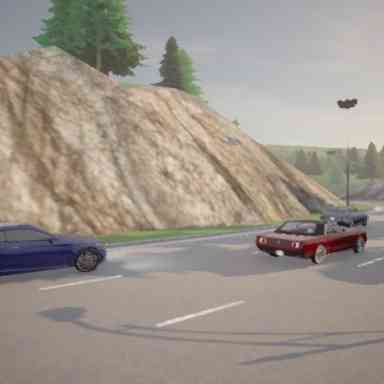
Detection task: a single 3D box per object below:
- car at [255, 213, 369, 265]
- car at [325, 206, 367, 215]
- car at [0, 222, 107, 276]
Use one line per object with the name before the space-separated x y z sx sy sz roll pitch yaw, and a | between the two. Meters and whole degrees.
car | 4.457 1.633 11.921 4.718 1.301 1.895 0 0 -40
car | 10.120 1.620 22.057 1.994 1.385 4.181 0 0 45
car | -4.703 1.561 9.123 4.674 1.442 1.812 0 0 -36
